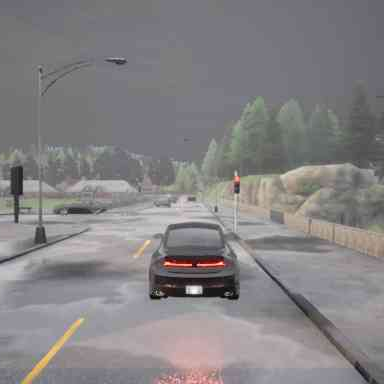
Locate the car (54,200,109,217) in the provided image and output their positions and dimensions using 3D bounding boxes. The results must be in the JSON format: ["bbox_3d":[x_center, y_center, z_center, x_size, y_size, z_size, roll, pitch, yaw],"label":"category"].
[{"bbox_3d":[-10.379,1.491,31.290,4.902,1.511,2.128,0,1,-11],"label":"car"}]

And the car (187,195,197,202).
[{"bbox_3d":[-0.032,1.324,70.999,1.882,1.535,5.008,0,0,0],"label":"car"}]

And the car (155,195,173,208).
[{"bbox_3d":[-4.119,1.525,47.919,1.812,1.442,4.674,0,0,0],"label":"car"}]

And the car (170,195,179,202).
[{"bbox_3d":[-4.035,1.427,78.366,1.837,1.490,4.892,0,0,0],"label":"car"}]

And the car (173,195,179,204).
[{"bbox_3d":[-4.076,1.564,63.666,1.994,1.385,4.181,0,0,1],"label":"car"}]

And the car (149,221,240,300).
[{"bbox_3d":[0.057,1.505,8.381,1.837,1.490,4.892,0,0,0],"label":"car"}]
